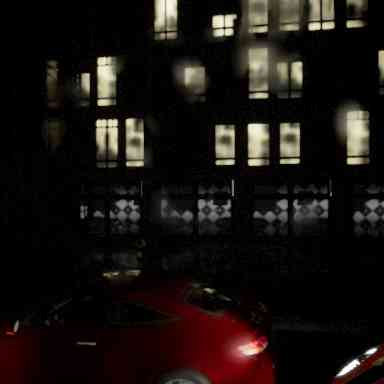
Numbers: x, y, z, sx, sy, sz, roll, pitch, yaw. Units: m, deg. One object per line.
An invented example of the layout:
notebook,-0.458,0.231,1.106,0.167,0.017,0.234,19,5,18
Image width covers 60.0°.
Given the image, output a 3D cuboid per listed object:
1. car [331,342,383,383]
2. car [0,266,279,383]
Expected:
car,3.060,1.341,1.604,4.553,1.767,2.097,0,0,7
car,-1.143,1.591,3.959,4.206,1.307,1.802,0,0,7
